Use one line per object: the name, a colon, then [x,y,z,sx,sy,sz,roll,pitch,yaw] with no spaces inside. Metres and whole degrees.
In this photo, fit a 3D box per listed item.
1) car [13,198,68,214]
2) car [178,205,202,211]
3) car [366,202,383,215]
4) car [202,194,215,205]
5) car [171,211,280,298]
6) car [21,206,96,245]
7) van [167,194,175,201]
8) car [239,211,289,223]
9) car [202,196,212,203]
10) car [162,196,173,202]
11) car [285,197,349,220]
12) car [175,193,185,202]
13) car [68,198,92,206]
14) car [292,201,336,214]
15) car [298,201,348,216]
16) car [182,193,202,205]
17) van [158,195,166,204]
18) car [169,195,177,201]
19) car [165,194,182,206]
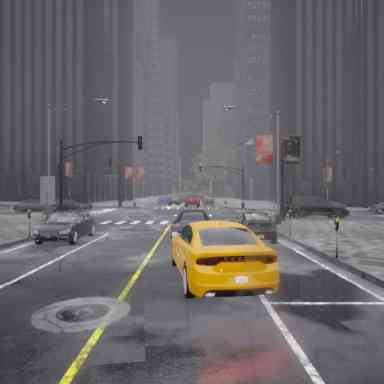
car: [-14.261,1.335,30.990,4.181,1.385,1.994,1,0,0]
car: [0.049,1.566,16.168,1.994,1.385,4.181,0,0,0]
car: [24.110,1.982,40.820,4.902,1.511,2.128,1,0,0]
car: [2.941,1.570,57.660,2.008,1.369,4.403,0,0,1]
car: [0.555,1.479,8.637,1.882,1.535,5.008,0,0,-9]
car: [-5.764,1.553,15.479,2.008,1.369,4.403,0,0,0]
van: [-5.339,1.377,85.296,1.690,1.788,3.998,0,0,1]
car: [2.761,1.553,15.477,2.008,1.369,4.403,0,0,0]
car: [3.039,1.576,68.686,2.008,1.369,4.403,0,0,1]
car: [-5.437,1.595,74.271,1.947,1.339,4.313,0,0,1]
car: [11.499,1.462,30.912,5.566,2.045,2.150,1,0,0]
car: [-2.665,1.255,75.493,2.150,2.045,5.566,0,0,1]
car: [-13.094,1.346,34.407,5.357,1.411,2.033,1,0,-3]
car: [14.899,1.844,40.859,4.674,1.442,1.812,1,0,2]
car: [14.749,1.814,37.599,4.892,1.490,1.837,1,0,1]
car: [0.073,1.239,50.169,2.150,2.045,5.566,0,0,3]
van: [-5.534,1.363,63.247,1.690,1.788,3.998,0,0,1]
car: [-5.291,1.584,90.808,1.887,1.381,4.507,0,0,1]
car: [-2.912,1.496,55.322,1.882,1.535,5.008,0,0,1]
